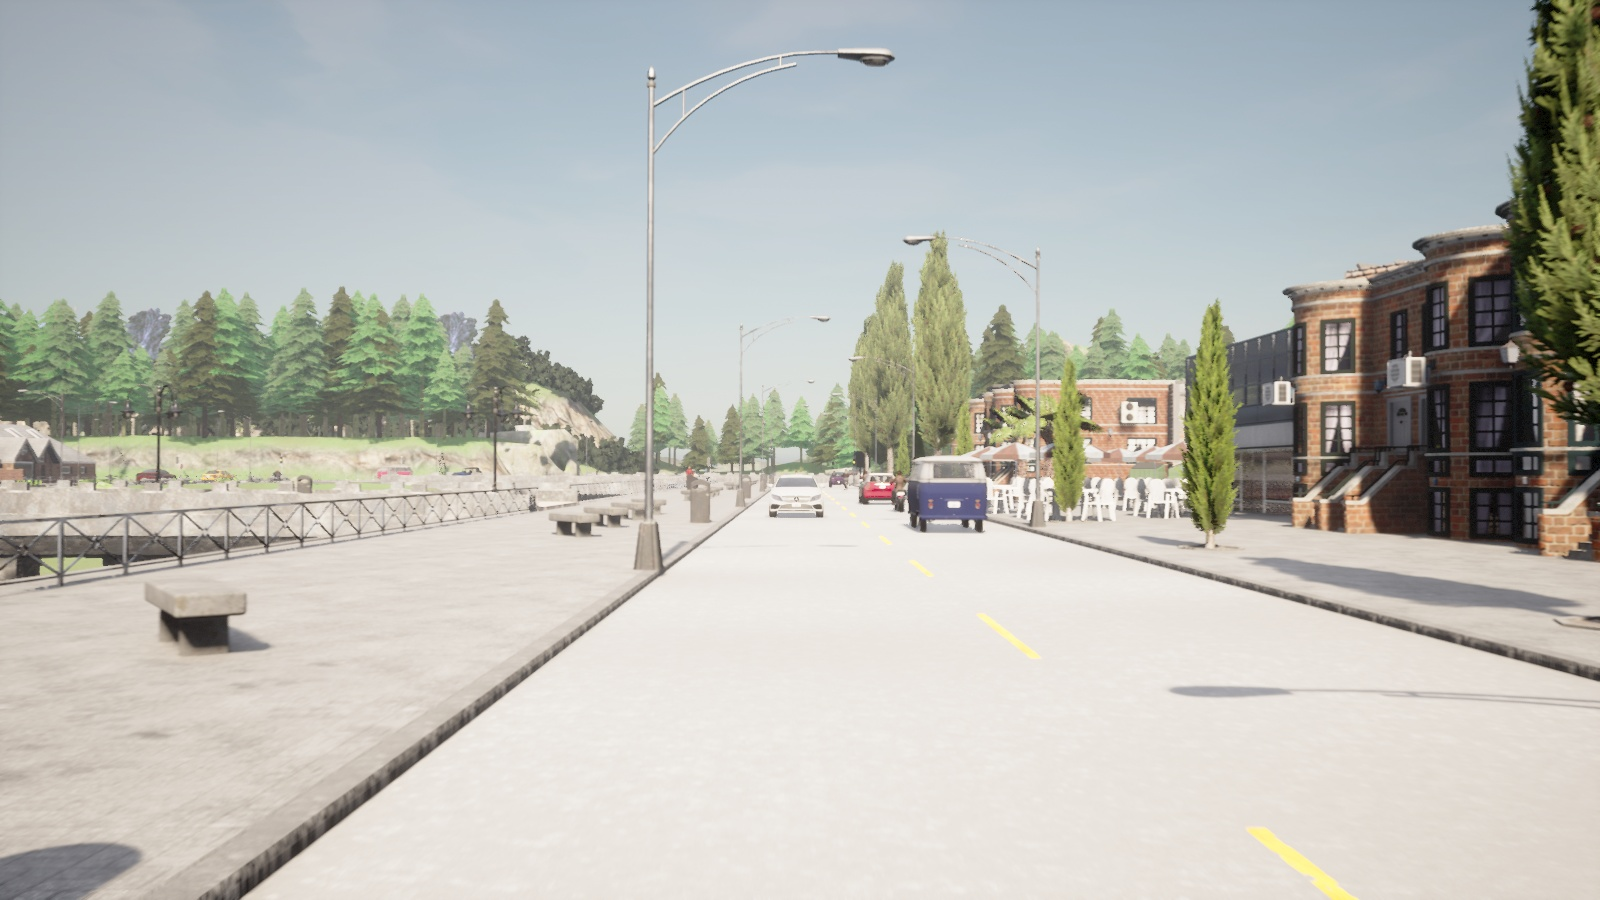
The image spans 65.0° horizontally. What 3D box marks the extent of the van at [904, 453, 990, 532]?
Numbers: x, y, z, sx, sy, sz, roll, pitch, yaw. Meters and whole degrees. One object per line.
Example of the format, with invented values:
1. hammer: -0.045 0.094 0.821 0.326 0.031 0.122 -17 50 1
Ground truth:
1. van: 3.910 1.122 34.050 1.775 1.987 4.442 0 -1 0

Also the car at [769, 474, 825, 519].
1. car: -0.111 1.566 43.291 1.812 1.442 4.674 0 -1 0

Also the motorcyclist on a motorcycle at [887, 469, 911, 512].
1. motorcyclist on a motorcycle: 3.872 1.574 49.260 0.766 1.649 2.350 0 -1 0

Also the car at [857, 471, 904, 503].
1. car: 3.843 1.778 60.503 1.970 1.475 3.806 0 -1 0
